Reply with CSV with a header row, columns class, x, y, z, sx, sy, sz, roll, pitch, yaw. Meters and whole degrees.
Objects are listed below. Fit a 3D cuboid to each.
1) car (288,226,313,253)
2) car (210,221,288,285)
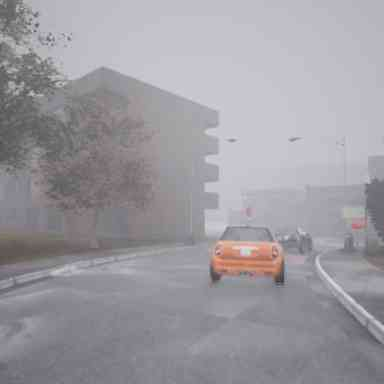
class,x,y,z,sx,sy,sz,roll,pitch,yaw
car,6.979,3.182,23.083,2.097,1.767,4.553,-2,-7,29
car,1.976,1.881,11.240,2.097,1.767,4.553,0,-5,13
